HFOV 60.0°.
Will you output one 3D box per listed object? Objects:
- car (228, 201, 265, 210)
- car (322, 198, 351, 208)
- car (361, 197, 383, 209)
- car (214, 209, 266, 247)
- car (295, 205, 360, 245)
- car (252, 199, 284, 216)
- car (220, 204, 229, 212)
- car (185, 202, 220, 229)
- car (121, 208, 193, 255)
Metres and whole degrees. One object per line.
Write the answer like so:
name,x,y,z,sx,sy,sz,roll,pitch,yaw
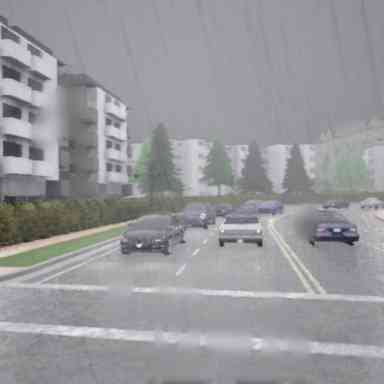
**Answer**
car,4.243,1.675,25.082,2.033,1.411,5.357,-1,0,13
car,18.573,1.530,42.811,2.033,1.411,5.357,-2,-1,44
car,22.971,1.414,42.141,4.674,1.442,1.812,-1,-1,-43
car,2.351,1.689,15.623,1.895,1.301,4.718,-1,0,10
car,6.077,1.559,15.497,2.033,1.411,5.357,-1,0,9
car,8.210,1.604,34.765,1.882,1.535,5.008,-1,-1,29
car,2.884,1.810,31.676,1.895,1.301,4.718,-1,-1,23
car,0.348,1.541,22.987,2.097,1.767,4.553,-1,0,13
car,-1.445,1.658,14.139,1.837,1.490,4.892,-1,0,10
